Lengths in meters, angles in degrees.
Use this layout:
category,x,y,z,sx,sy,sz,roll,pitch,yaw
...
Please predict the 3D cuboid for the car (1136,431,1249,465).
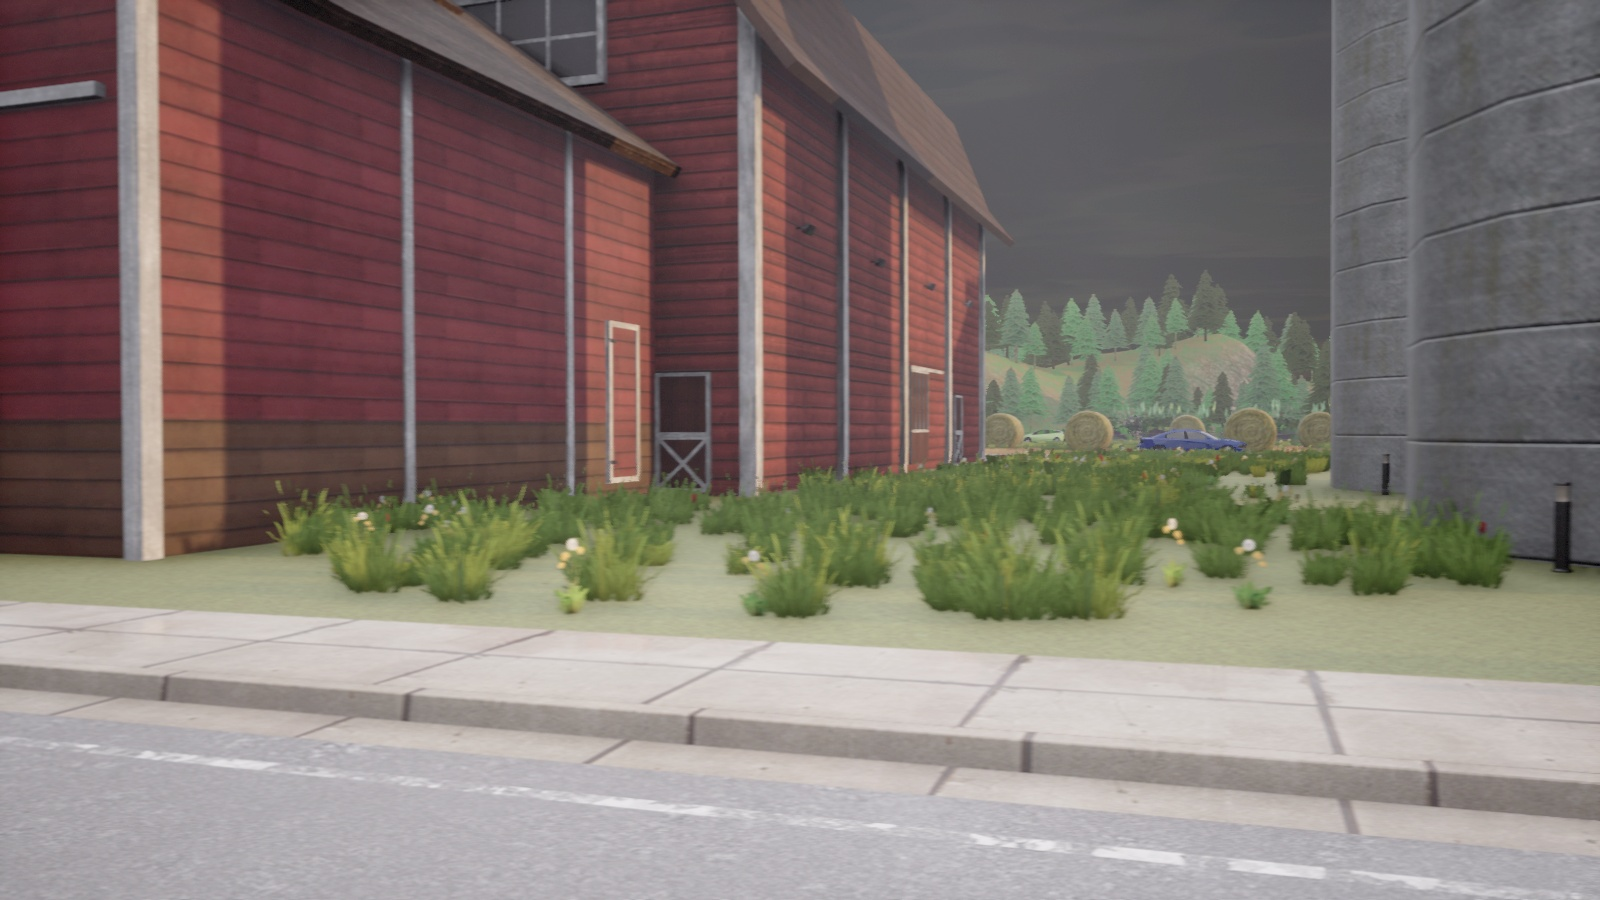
category,x,y,z,sx,sy,sz,roll,pitch,yaw
car,18.625,-0.107,59.607,5.008,1.535,1.882,1,1,19
